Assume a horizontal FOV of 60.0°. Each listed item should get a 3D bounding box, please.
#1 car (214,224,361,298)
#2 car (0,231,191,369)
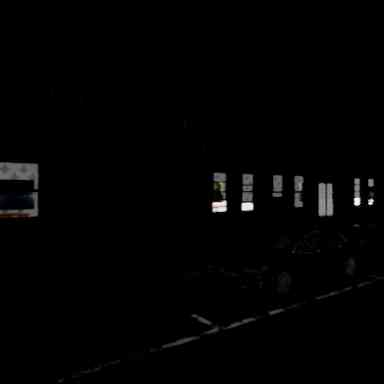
[{"bbox_3d":[2.538,1.537,8.367,4.403,1.369,2.008,0,0,-35],"label":"car"},{"bbox_3d":[-2.098,1.438,5.063,4.097,1.590,1.967,0,0,-35],"label":"car"}]
